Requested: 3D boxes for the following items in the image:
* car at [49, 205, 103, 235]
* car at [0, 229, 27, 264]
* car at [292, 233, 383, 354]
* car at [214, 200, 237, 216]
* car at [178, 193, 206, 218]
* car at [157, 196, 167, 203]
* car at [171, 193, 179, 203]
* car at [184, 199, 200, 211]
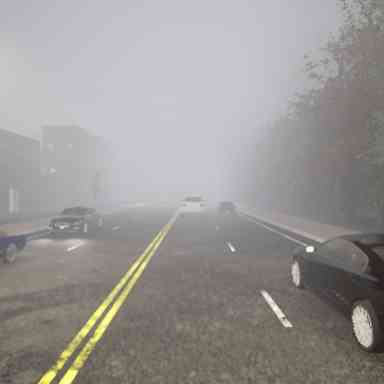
[{"bbox_3d":[-6.582,1.562,19.289,1.837,1.490,4.892,0,0,0],"label":"car"},{"bbox_3d":[-6.597,1.628,9.218,1.895,1.301,4.718,0,0,0],"label":"car"},{"bbox_3d":[3.352,1.496,6.146,1.882,1.535,5.008,0,0,0],"label":"car"},{"bbox_3d":[3.355,1.606,33.605,1.837,1.490,4.892,0,0,0],"label":"car"},{"bbox_3d":[0.102,1.315,31.661,2.150,2.045,5.566,0,0,0],"label":"car"},{"bbox_3d":[-6.490,1.541,72.537,1.882,1.535,5.008,0,0,0],"label":"car"},{"bbox_3d":[-3.240,1.289,72.507,2.150,2.045,5.566,0,0,0],"label":"car"},{"bbox_3d":[0.022,1.675,43.791,2.033,1.411,5.357,0,0,0],"label":"car"}]
